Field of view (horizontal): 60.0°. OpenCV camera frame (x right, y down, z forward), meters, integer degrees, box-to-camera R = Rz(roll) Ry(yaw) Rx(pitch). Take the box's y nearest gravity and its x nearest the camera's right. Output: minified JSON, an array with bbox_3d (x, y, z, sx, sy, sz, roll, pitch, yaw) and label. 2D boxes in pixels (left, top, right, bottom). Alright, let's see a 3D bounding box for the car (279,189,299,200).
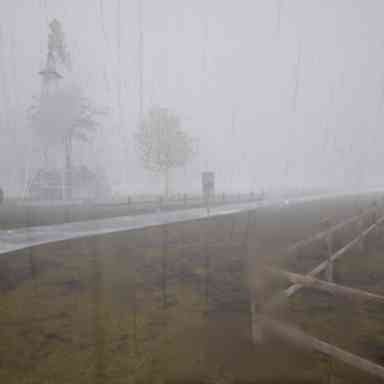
[{"bbox_3d":[14.445,0.314,49.572,2.128,1.511,4.902,-1,1,35],"label":"car"}]
